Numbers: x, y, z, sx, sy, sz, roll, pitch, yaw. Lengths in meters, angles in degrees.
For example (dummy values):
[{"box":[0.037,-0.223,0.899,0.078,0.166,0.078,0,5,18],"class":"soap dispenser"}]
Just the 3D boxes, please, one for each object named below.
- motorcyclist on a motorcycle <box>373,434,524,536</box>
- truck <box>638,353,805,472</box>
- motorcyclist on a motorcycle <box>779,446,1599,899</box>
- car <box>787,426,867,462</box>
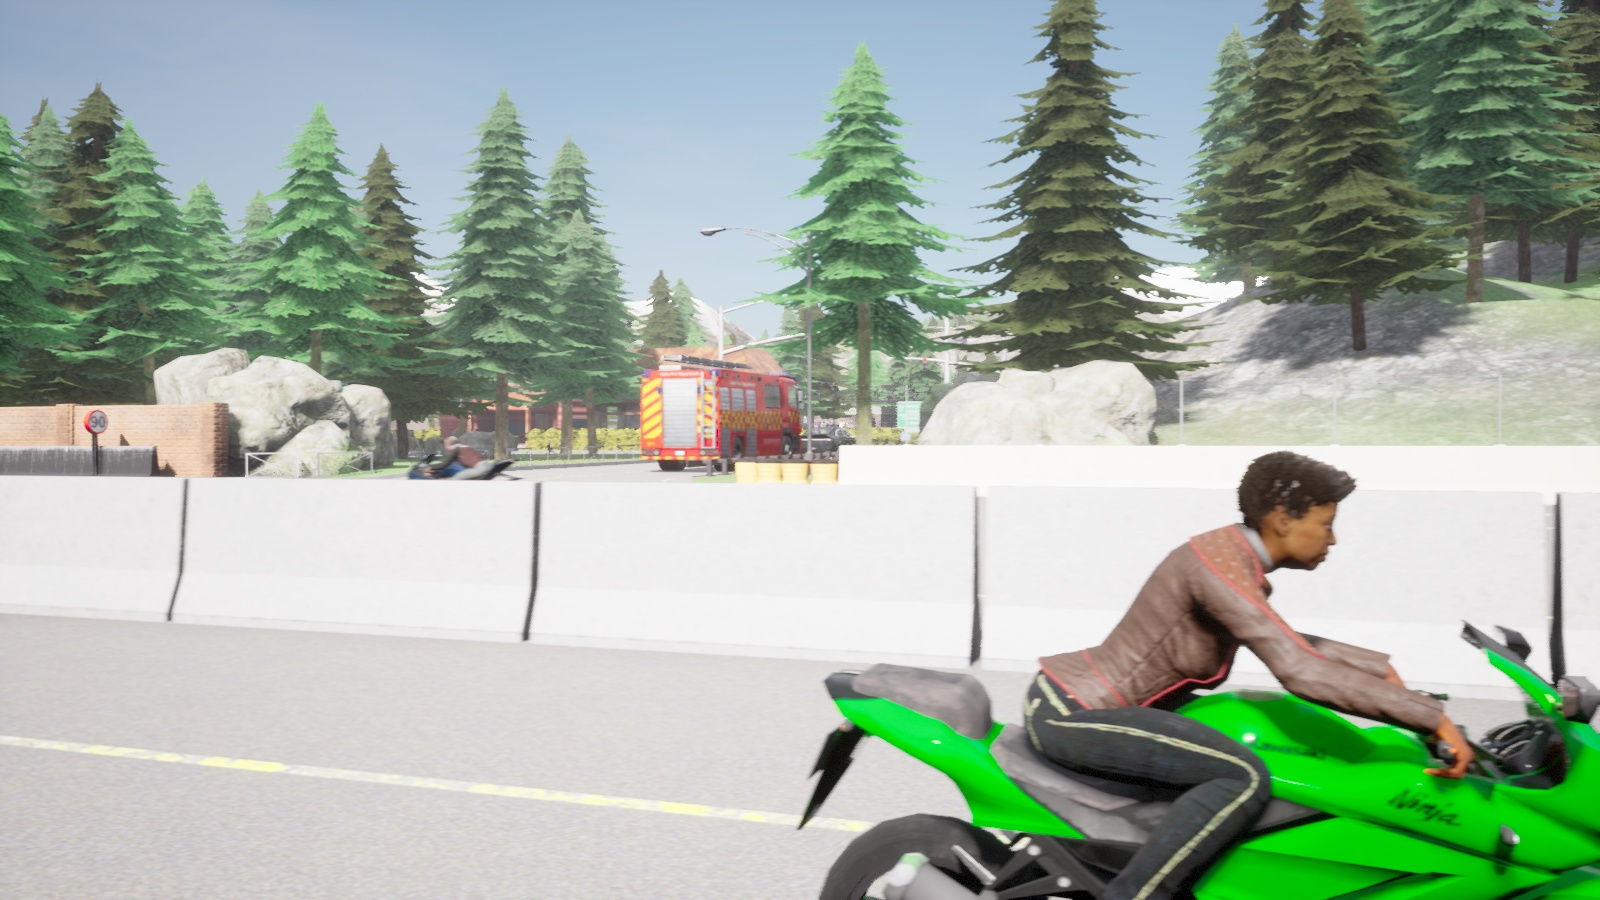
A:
[{"box":[-5.549,0.523,19.830,2.191,1.530,0.866,1,1,19],"class":"motorcyclist on a motorcycle"},{"box":[-2.570,-1.266,44.936,2.891,3.827,8.468,1,1,19],"class":"truck"},{"box":[1.049,0.767,2.840,2.044,1.523,0.797,1,1,19],"class":"motorcyclist on a motorcycle"},{"box":[1.267,-0.306,56.013,2.128,1.511,4.902,1,1,19],"class":"car"}]
